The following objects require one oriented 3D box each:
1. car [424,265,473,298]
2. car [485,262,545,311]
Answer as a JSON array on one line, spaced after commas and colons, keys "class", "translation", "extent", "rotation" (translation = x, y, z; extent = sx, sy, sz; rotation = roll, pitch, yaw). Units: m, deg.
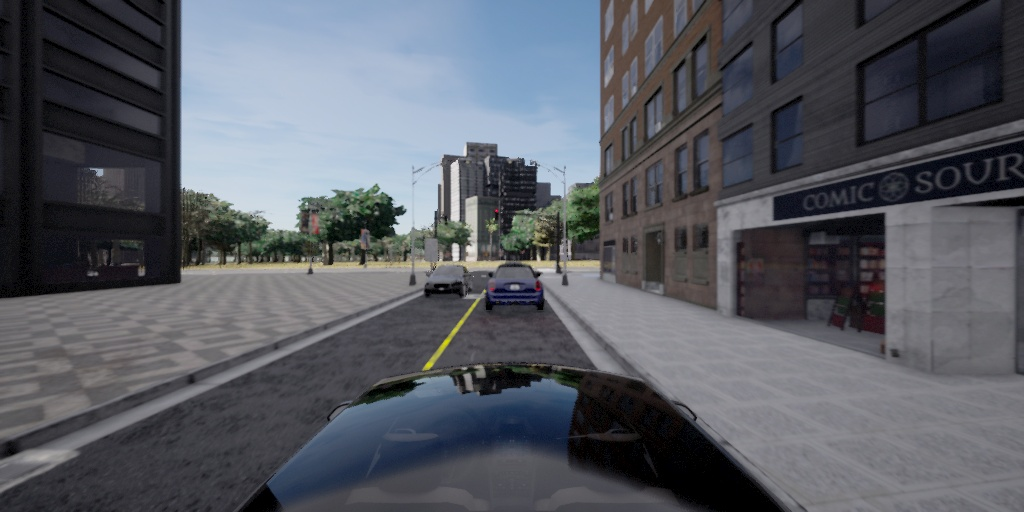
[{"class": "car", "translation": [-3.084, 1.202, 18.104], "extent": [1.837, 1.490, 4.892], "rotation": [0, 0, 0]}, {"class": "car", "translation": [0.099, 1.061, 14.345], "extent": [2.097, 1.767, 4.553], "rotation": [0, 0, 0]}]
